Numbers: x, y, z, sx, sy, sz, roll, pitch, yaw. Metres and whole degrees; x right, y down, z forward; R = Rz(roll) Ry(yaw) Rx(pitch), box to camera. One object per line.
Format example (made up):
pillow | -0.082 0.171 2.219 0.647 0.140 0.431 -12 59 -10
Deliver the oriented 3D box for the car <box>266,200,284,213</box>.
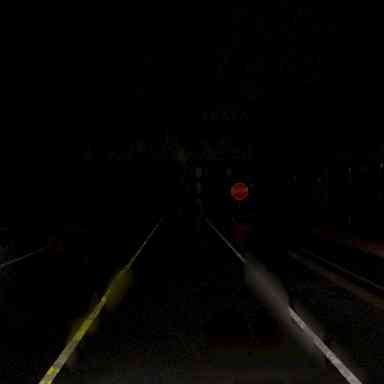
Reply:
car | 10.937 1.529 36.648 5.357 1.411 2.033 0 0 7

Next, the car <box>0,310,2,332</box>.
car | -3.651 1.565 3.024 1.994 1.385 4.181 0 0 -2

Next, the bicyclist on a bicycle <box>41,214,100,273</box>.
bicyclist on a bicycle | -3.439 1.455 9.364 1.656 1.620 0.582 -2 0 -2
